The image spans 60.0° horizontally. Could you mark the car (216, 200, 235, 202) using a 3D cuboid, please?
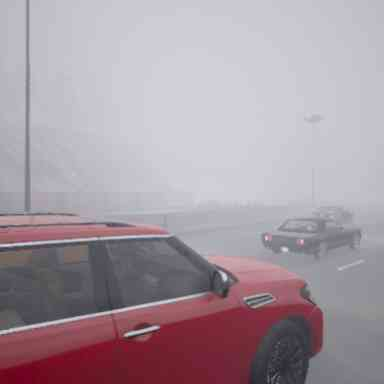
[{"bbox_3d":[5.019,1.732,42.136,1.994,1.385,4.181,0,0,27],"label":"car"}]

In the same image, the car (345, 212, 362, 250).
[{"bbox_3d":[4.742,1.648,12.718,4.718,1.301,1.895,0,0,-43],"label":"car"}]

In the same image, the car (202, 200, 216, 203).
[{"bbox_3d":[2.487,1.729,44.680,2.033,1.411,5.357,0,0,27],"label":"car"}]

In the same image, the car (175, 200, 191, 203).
[{"bbox_3d":[-1.368,1.788,44.845,1.895,1.301,4.718,0,0,28],"label":"car"}]

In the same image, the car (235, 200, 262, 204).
[{"bbox_3d":[6.905,1.750,38.246,1.895,1.301,4.718,0,0,30],"label":"car"}]

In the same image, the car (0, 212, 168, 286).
[{"bbox_3d":[-3.366,1.526,10.319,5.008,1.535,1.882,0,0,-38],"label":"car"}]

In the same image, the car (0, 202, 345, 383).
[{"bbox_3d":[-1.069,1.238,3.236,5.566,2.045,2.150,0,0,-36],"label":"car"}]

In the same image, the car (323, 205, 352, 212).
[{"bbox_3d":[10.100,1.633,23.838,2.033,1.411,5.357,0,0,38],"label":"car"}]
